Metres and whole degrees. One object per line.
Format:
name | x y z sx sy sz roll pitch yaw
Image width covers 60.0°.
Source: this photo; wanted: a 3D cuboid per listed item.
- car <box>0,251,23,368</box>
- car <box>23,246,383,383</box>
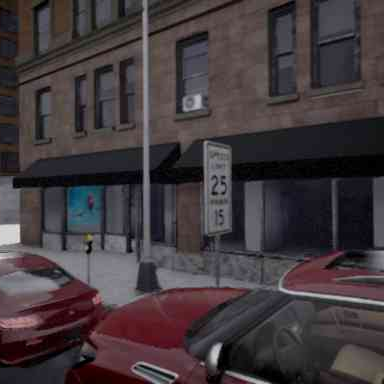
car | -3.166 1.636 5.337 4.206 1.307 1.802 -1 0 35
car | 1.329 1.316 2.132 5.009 1.841 2.192 -1 0 35
